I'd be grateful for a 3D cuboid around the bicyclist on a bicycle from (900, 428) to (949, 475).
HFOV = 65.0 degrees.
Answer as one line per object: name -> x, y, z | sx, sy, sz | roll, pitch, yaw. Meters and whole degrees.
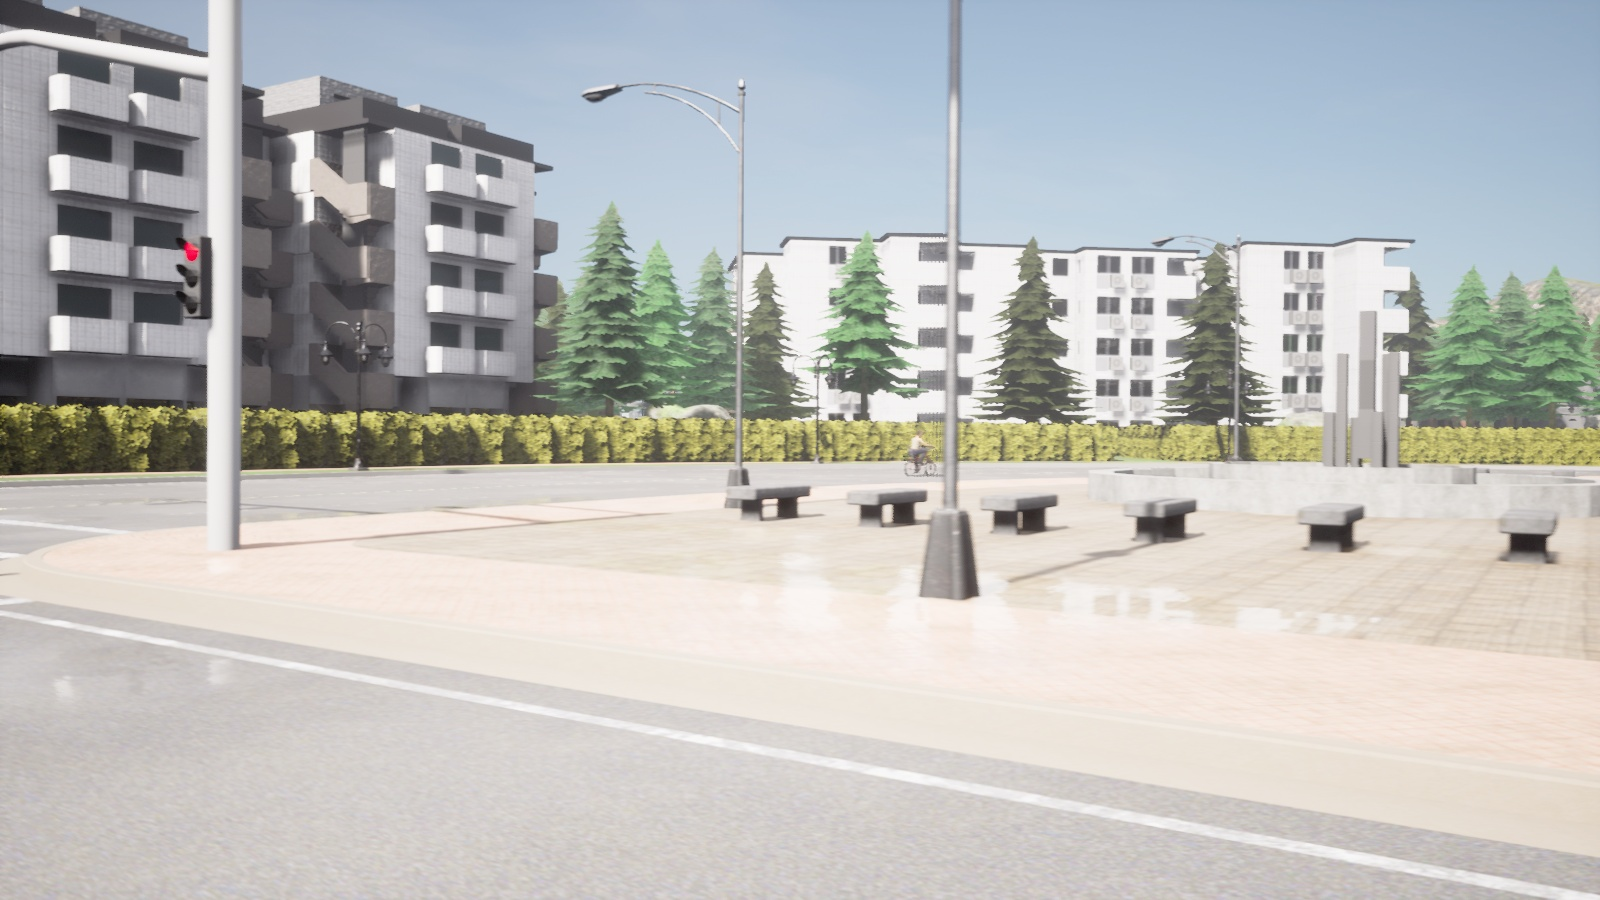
bicyclist on a bicycle -> 4.309, 0.035, 43.509 | 1.509, 1.612, 0.866 | -1, 1, -38
